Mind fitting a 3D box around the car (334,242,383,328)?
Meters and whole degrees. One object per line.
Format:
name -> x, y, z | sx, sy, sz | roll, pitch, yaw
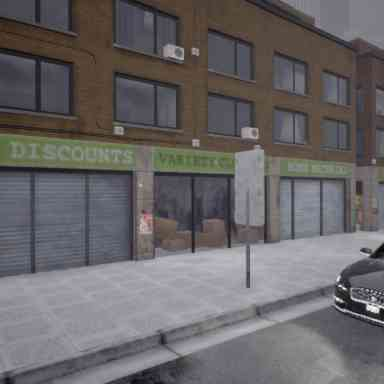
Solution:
car -> 4.692, 1.504, 6.403 | 4.892, 1.490, 1.837 | 0, 0, -35
